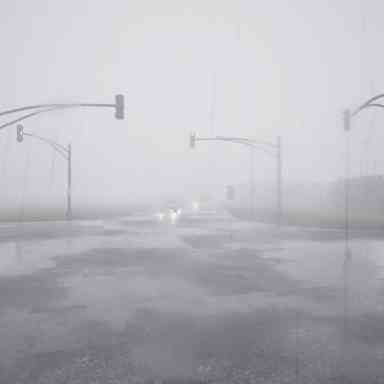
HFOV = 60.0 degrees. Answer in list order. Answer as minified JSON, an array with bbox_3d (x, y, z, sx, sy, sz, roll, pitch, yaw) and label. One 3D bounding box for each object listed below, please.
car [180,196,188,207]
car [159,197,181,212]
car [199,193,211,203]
[{"bbox_3d":[-2.206,1.485,49.653,2.128,1.511,4.902,0,0,3],"label":"car"},{"bbox_3d":[-2.701,1.599,39.588,1.895,1.301,4.718,0,0,3],"label":"car"},{"bbox_3d":[2.684,1.196,68.405,2.150,2.045,5.566,0,0,4],"label":"car"}]
